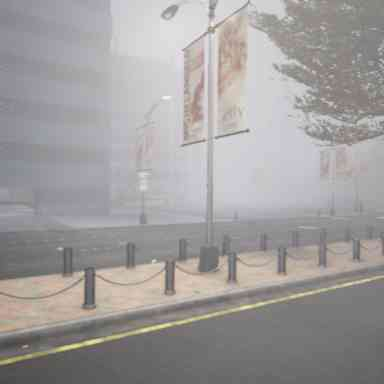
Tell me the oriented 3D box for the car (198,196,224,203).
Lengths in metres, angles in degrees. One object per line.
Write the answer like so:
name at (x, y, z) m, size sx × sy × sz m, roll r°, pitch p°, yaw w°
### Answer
car at (3.849, 1.771, 76.030) m, size 5.357 × 1.411 × 2.033 m, roll 0°, pitch 0°, yaw 41°

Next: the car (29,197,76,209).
car at (-14.867, 1.259, 35.729) m, size 4.674 × 1.452 × 2.002 m, roll 1°, pitch 0°, yaw -32°
